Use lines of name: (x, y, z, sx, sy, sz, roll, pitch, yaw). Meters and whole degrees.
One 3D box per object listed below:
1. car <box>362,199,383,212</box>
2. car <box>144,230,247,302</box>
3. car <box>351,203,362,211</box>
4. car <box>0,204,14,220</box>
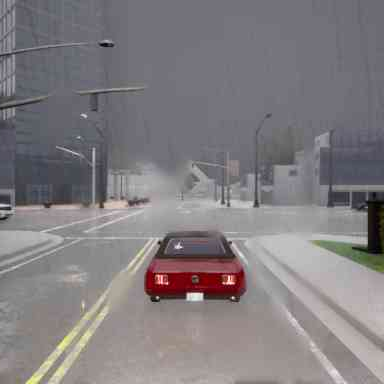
car: (20.961, 1.496, 34.128, 5.357, 1.411, 2.033, 0, 0, -1)
car: (0.070, 1.601, 8.214, 1.895, 1.301, 4.718, 0, 0, 0)
car: (20.976, 1.498, 37.637, 5.357, 1.411, 2.033, 0, 0, -1)
car: (-17.340, 1.339, 26.613, 5.566, 2.045, 2.150, -1, 0, 0)
